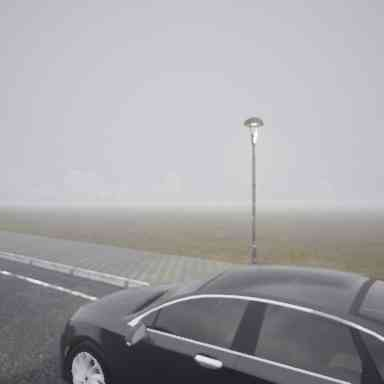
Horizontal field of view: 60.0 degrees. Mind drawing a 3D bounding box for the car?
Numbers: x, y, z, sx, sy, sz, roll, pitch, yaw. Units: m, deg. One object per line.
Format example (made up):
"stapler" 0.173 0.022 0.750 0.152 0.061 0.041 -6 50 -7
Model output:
"car" 0.668 1.509 3.234 4.892 1.490 1.837 0 0 36
